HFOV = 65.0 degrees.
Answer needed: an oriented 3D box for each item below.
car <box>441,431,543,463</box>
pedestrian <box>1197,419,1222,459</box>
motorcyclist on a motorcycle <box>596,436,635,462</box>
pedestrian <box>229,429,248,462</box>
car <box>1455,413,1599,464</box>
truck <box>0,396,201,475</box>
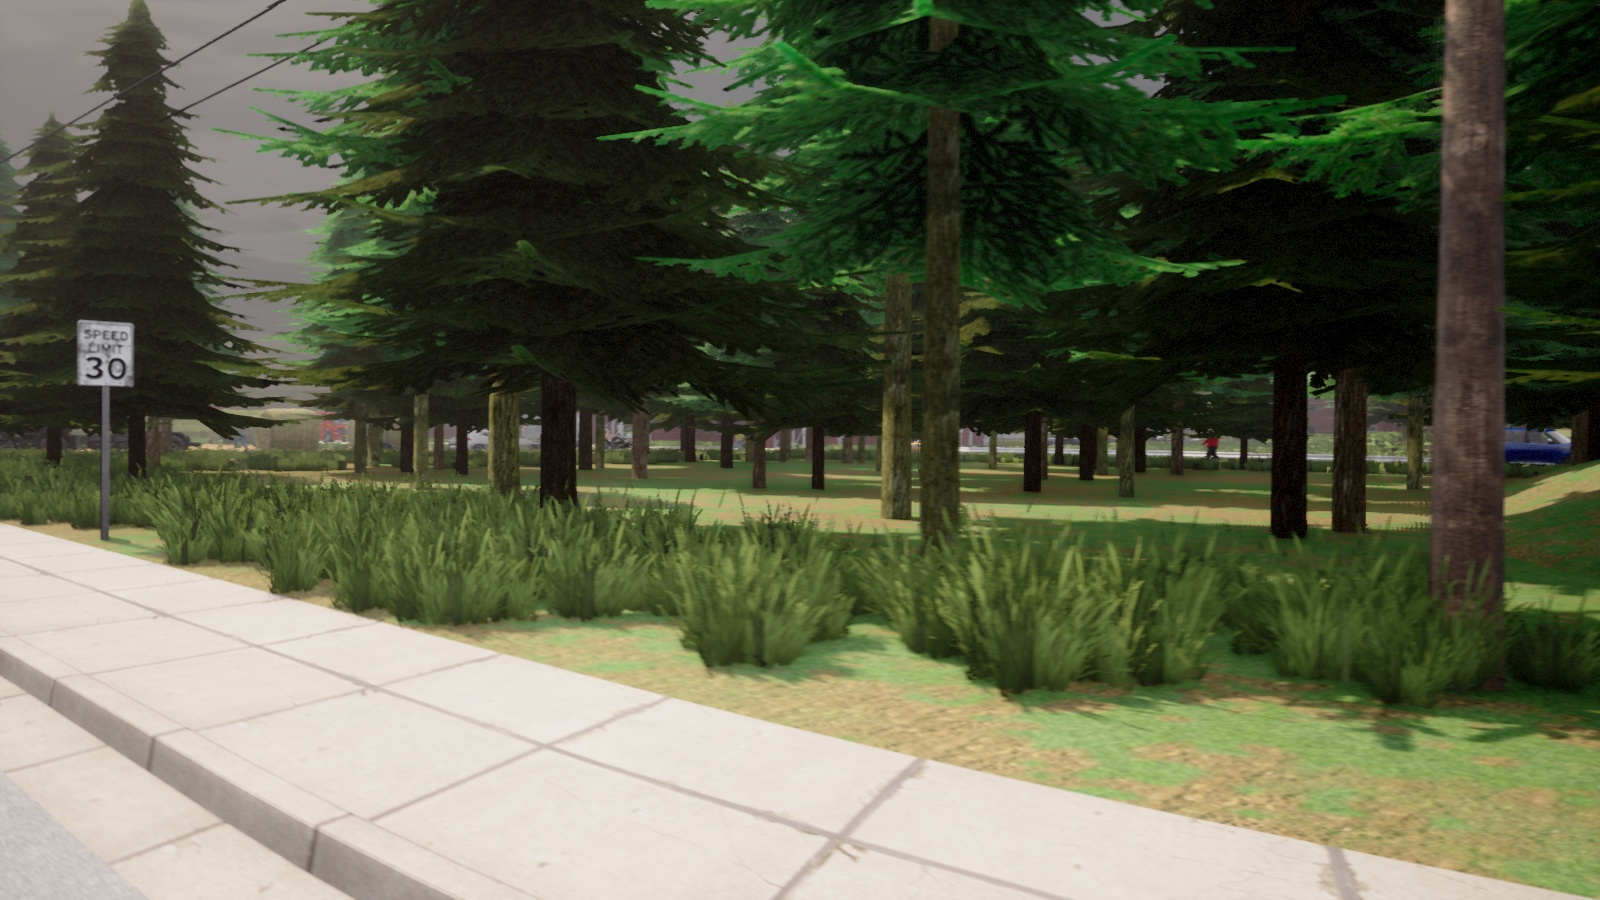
[{"bbox_3d":[-16.872,-0.193,68.908,5.027,1.651,2.152,-1,1,-45],"label":"car"},{"bbox_3d":[19.340,-0.517,59.274,0.634,1.844,0.899,-1,1,-43],"label":"pedestrian"},{"bbox_3d":[-10.971,-0.060,74.734,2.191,1.530,0.866,-1,1,-45],"label":"motorcyclist on a motorcycle"},{"bbox_3d":[-32.532,-0.257,72.732,0.900,1.855,0.874,-1,1,-19],"label":"pedestrian"},{"bbox_3d":[31.184,-0.484,53.326,2.150,2.045,5.566,-1,1,-44],"label":"car"},{"bbox_3d":[-32.528,-0.689,58.371,7.936,3.462,2.891,-1,1,-45],"label":"truck"}]
